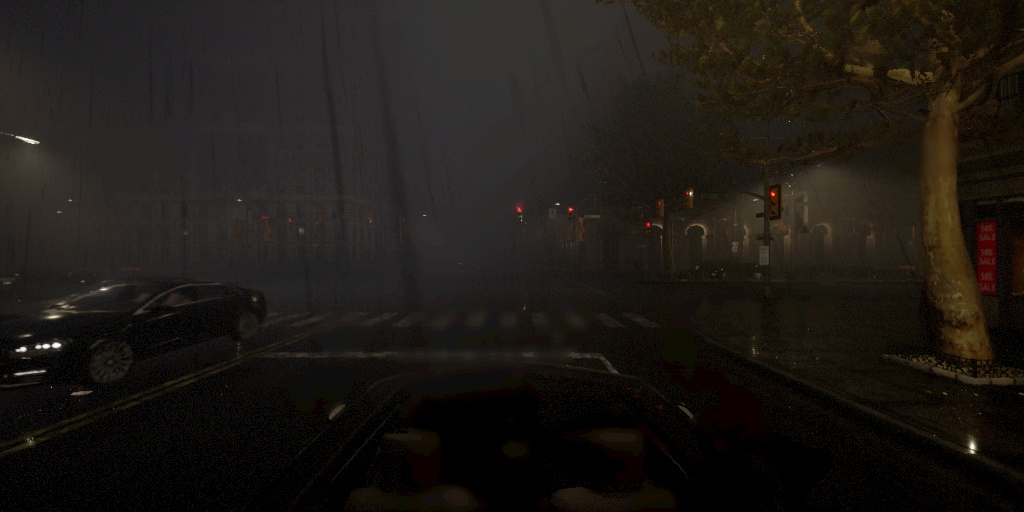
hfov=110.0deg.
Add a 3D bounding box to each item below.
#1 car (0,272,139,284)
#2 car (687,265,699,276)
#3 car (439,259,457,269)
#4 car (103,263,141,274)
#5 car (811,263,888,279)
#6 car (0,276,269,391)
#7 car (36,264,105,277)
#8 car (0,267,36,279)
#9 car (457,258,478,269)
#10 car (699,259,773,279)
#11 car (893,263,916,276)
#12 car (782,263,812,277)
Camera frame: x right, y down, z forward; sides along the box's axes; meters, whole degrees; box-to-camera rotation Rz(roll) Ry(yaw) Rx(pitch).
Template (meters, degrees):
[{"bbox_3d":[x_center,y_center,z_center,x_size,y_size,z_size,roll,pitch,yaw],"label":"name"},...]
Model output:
[{"bbox_3d":[-10.577,1.297,10.309,2.033,1.411,5.357,0,0,0],"label":"car"},{"bbox_3d":[19.456,1.102,34.733,4.553,1.767,2.097,0,0,0],"label":"car"},{"bbox_3d":[-10.409,1.276,57.146,1.812,1.442,4.674,0,0,0],"label":"car"},{"bbox_3d":[-39.676,1.351,35.252,4.718,1.301,1.895,0,0,1],"label":"car"},{"bbox_3d":[29.383,1.351,31.142,4.718,1.301,1.895,0,0,1],"label":"car"},{"bbox_3d":[-7.089,1.241,7.034,2.128,1.511,4.902,0,0,0],"label":"car"},{"bbox_3d":[-30.277,1.351,23.485,4.718,1.301,1.895,0,0,1],"label":"car"},{"bbox_3d":[-30.499,1.242,19.988,4.902,1.511,2.128,0,0,1],"label":"car"},{"bbox_3d":[-6.915,1.351,56.613,1.895,1.301,4.718,0,0,0],"label":"car"},{"bbox_3d":[19.436,1.255,31.231,4.892,1.490,1.837,0,0,1],"label":"car"},{"bbox_3d":[39.859,1.228,34.536,5.008,1.535,1.882,0,0,1],"label":"car"},{"bbox_3d":[29.396,1.351,34.642,4.718,1.301,1.895,0,0,1],"label":"car"}]
